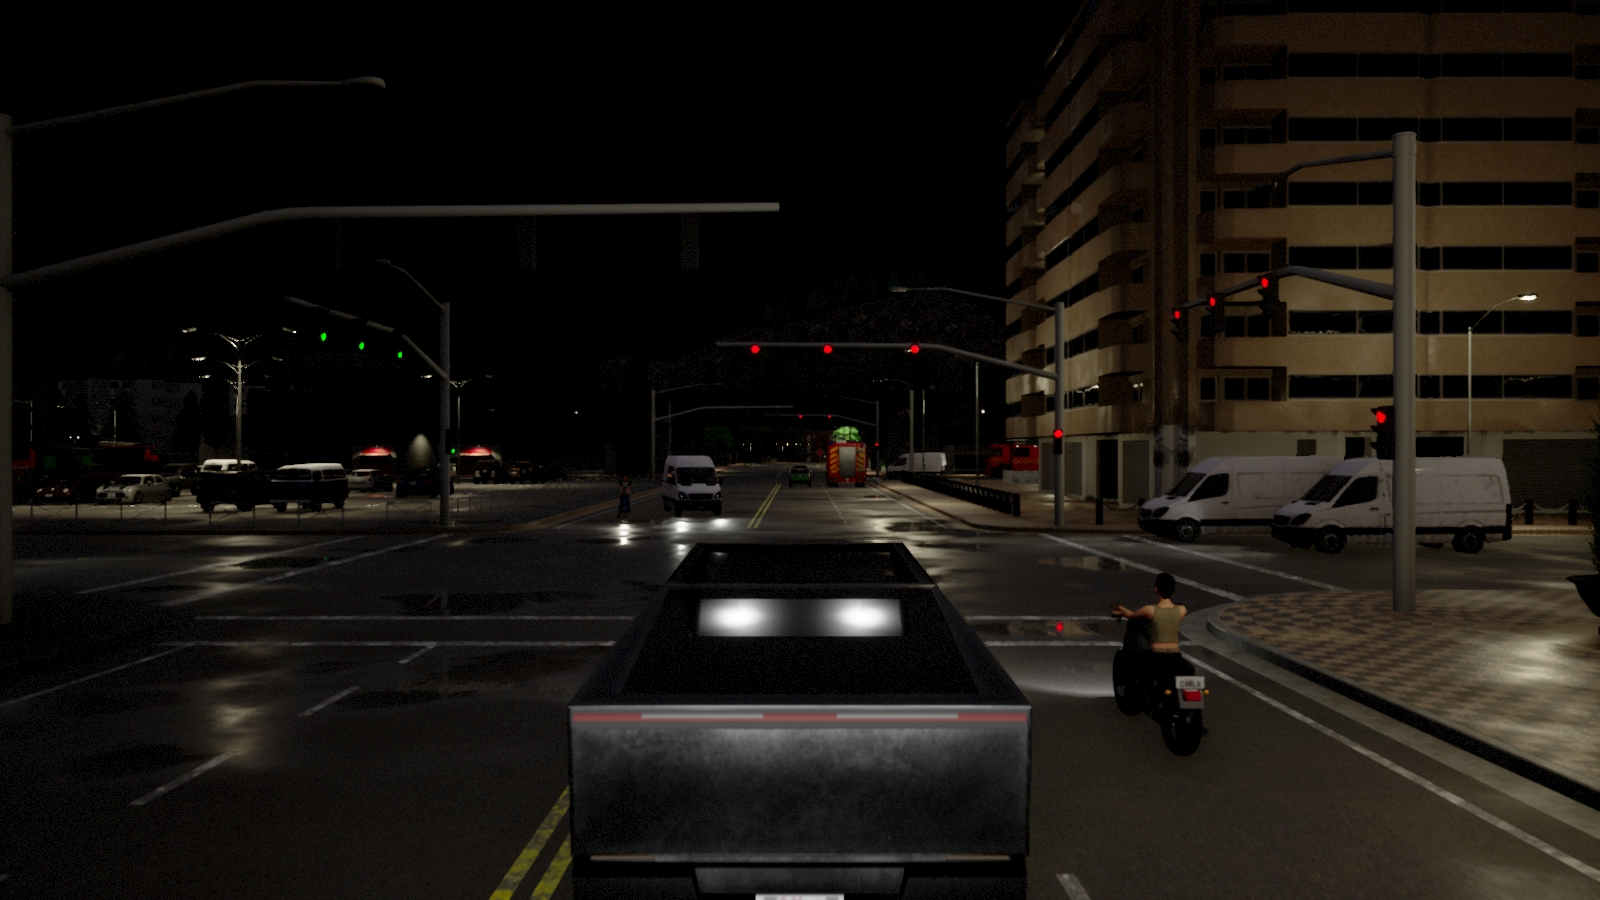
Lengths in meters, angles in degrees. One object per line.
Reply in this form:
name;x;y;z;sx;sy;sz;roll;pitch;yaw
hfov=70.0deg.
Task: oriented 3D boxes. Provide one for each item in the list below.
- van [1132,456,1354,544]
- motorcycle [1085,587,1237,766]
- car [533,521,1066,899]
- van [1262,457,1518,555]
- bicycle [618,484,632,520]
van;13.258;1.477;34.448;5.915;2.561;1.988;0;0;-1
motorcycle;3.502;2.154;11.324;0.764;1.307;2.356;0;0;0
car;0.000;1.753;8.258;2.390;2.098;6.274;0;0;0
van;15.885;1.477;30.976;5.915;2.561;1.988;0;0;0
bicycle;-7.113;2.109;46.409;0.373;1.385;1.643;0;0;-1
